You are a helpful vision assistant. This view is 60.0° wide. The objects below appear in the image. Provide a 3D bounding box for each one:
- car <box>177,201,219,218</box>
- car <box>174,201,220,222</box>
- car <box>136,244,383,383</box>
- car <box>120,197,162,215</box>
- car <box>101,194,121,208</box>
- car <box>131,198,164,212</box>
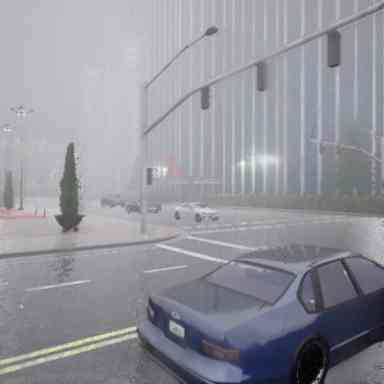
[{"bbox_3d":[0.534,1.622,32.426,1.994,1.385,4.181,0,0,-36],"label":"car"},{"bbox_3d":[0.253,1.574,26.886,1.812,1.442,4.674,0,0,-36],"label":"car"},{"bbox_3d":[1.855,1.561,5.138,5.357,1.411,2.033,0,0,-36],"label":"car"},{"bbox_3d":[-5.196,1.539,34.377,2.128,1.511,4.902,0,0,-36],"label":"car"},{"bbox_3d":[-11.742,1.280,49.436,2.150,2.045,5.566,0,0,-36],"label":"car"},{"bbox_3d":[-5.489,1.536,40.757,1.882,1.535,5.008,0,0,-36],"label":"car"}]
